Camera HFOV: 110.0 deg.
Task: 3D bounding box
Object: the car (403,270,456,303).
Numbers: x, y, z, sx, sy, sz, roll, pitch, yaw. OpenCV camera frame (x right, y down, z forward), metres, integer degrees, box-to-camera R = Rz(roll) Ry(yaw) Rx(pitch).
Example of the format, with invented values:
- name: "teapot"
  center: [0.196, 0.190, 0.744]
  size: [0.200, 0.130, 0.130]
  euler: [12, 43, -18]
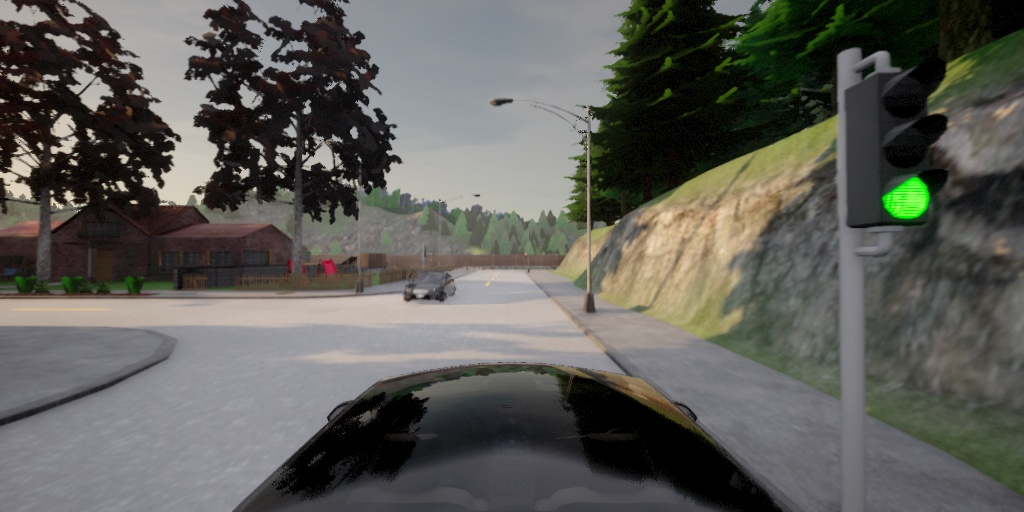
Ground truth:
- name: "car"
  center: [-4.006, 1.495, 18.119]
  size: [2.128, 1.511, 4.902]
  euler: [0, 0, 0]
